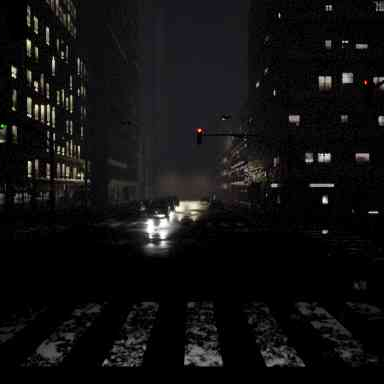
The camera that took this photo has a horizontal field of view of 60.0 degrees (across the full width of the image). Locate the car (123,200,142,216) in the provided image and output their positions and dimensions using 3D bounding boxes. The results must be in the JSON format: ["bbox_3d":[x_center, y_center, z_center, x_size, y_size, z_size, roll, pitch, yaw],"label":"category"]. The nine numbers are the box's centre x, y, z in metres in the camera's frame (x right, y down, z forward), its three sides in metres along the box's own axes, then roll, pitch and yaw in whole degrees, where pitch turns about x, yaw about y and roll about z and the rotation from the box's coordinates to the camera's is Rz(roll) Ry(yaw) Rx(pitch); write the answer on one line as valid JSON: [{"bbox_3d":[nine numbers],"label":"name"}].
[{"bbox_3d":[-5.626,1.516,32.828,1.752,1.417,4.829,-1,0,0],"label":"car"}]

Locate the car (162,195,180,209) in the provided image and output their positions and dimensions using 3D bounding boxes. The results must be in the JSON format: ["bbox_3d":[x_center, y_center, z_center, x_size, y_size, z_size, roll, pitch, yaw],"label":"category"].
[{"bbox_3d":[-2.999,1.480,40.463,2.128,1.511,4.902,0,0,0],"label":"car"}]

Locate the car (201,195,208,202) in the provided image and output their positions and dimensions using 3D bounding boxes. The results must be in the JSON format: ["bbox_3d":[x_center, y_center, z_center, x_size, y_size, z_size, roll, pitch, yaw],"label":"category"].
[{"bbox_3d":[2.848,1.422,72.560,1.967,1.590,4.097,-1,0,0],"label":"car"}]

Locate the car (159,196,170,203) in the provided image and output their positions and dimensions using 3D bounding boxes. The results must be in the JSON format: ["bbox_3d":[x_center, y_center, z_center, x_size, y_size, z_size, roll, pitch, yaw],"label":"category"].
[{"bbox_3d":[-5.544,1.528,66.925,1.887,1.381,4.507,-1,0,0],"label":"car"}]

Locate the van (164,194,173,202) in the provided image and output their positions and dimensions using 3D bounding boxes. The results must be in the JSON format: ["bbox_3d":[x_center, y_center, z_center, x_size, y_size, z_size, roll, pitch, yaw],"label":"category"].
[{"bbox_3d":[-5.520,1.322,78.234,1.690,1.788,3.998,-1,0,0],"label":"van"}]

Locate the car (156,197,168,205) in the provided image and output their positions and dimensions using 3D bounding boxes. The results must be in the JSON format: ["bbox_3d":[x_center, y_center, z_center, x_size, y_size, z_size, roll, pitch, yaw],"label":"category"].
[{"bbox_3d":[-5.557,1.566,61.270,1.802,1.307,4.206,-1,0,0],"label":"car"}]

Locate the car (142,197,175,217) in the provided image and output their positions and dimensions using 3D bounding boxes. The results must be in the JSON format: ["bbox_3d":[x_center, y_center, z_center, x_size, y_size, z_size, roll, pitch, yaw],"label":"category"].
[{"bbox_3d":[-3.028,1.482,30.978,2.128,1.511,4.902,0,0,0],"label":"car"}]

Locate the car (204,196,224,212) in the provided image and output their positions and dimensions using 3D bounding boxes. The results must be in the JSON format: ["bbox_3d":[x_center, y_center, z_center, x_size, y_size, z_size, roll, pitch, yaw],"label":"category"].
[{"bbox_3d":[2.768,1.540,38.632,2.008,1.369,4.403,-1,0,0],"label":"car"}]

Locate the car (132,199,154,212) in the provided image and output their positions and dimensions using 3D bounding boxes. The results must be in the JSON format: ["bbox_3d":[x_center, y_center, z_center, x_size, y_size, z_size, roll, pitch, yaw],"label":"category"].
[{"bbox_3d":[-5.612,1.555,38.652,1.947,1.339,4.313,-1,0,0],"label":"car"}]

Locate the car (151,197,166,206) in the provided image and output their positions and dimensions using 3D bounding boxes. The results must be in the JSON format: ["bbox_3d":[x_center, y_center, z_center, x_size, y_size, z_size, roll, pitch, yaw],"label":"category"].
[{"bbox_3d":[-5.571,1.530,55.615,1.887,1.381,4.507,-1,0,0],"label":"car"}]
